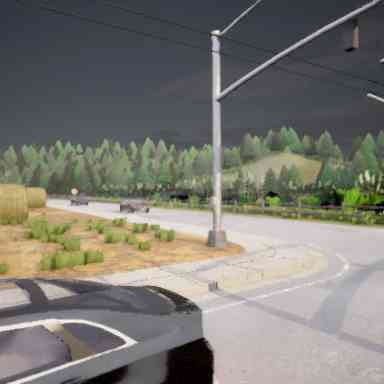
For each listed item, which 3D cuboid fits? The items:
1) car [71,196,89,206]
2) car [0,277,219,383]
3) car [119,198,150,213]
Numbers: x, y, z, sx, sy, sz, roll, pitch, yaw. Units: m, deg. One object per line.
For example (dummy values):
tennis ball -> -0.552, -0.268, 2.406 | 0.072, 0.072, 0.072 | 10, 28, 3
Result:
car -> -17.355, 1.380, 51.260 | 1.837, 1.490, 4.892 | 0, 0, -33
car -> -2.053, 1.550, 2.355 | 4.902, 1.511, 2.128 | -2, 1, -36
car -> -5.910, 1.392, 33.596 | 1.812, 1.442, 4.674 | 0, 0, -33
